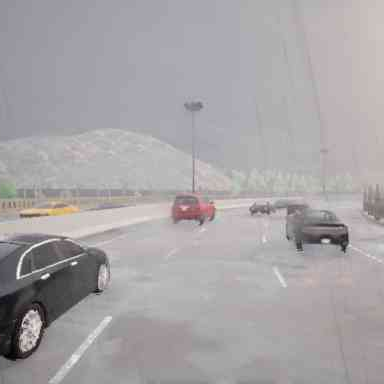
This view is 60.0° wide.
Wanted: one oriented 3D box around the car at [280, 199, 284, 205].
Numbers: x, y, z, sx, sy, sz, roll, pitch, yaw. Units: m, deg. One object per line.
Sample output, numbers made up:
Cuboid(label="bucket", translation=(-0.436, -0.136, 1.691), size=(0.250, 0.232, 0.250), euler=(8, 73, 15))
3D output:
Cuboid(label="car", translation=(11.855, 1.562, 42.793), size=(1.994, 1.385, 4.181), euler=(0, 0, 29))

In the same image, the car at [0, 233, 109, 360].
Cuboid(label="car", translation=(-2.989, 1.504, 5.971), size=(1.837, 1.490, 4.892), euler=(0, 0, 4))

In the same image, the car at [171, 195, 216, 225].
Cuboid(label="car", translation=(0.225, 1.221, 24.057), size=(2.150, 2.045, 5.566), euler=(0, 0, 15))

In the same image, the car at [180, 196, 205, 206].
Cuboid(label="car", translation=(0.196, 1.476, 57.598), size=(1.882, 1.535, 5.008), euler=(0, 0, 34))

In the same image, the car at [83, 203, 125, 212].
Cuboid(label="car", translation=(-6.651, 1.547, 26.197), size=(2.033, 1.411, 5.357), euler=(0, 0, 16))

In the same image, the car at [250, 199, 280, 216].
Cuboid(label="car", translation=(7.184, 1.600, 33.265), size=(1.895, 1.301, 4.718), euler=(0, 0, 23))

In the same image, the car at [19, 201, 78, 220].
Cuboid(label="car", translation=(-10.583, 1.477, 24.834), size=(1.882, 1.535, 5.008), euler=(0, 0, 15))

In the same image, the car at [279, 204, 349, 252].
Cuboid(label="car", translation=(5.092, 1.491, 13.984), size=(2.128, 1.511, 4.902), euler=(0, 0, 10))

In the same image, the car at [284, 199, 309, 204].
Cuboid(label="car", translation=(10.099, 1.476, 31.187), size=(1.882, 1.535, 5.008), euler=(0, 0, 22))

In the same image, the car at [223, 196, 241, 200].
Cuboid(label="car", translation=(7.368, 1.502, 61.720), size=(1.837, 1.490, 4.892), euler=(0, 0, 37))
